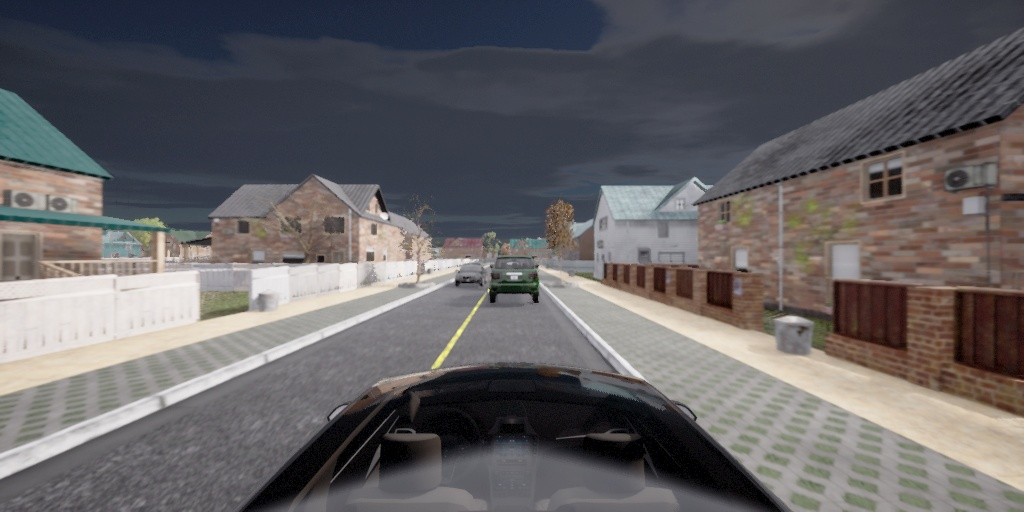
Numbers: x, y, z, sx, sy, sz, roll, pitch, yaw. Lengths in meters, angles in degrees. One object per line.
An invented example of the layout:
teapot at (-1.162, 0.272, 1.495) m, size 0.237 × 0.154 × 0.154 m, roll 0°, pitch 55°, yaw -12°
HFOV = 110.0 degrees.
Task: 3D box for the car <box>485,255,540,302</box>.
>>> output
car at (0.110, 0.975, 17.098) m, size 2.150 × 2.045 × 5.566 m, roll 0°, pitch 0°, yaw 0°

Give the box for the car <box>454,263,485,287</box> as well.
car at (-2.756, 1.274, 24.734) m, size 1.837 × 1.490 × 4.892 m, roll 0°, pitch 0°, yaw 0°
